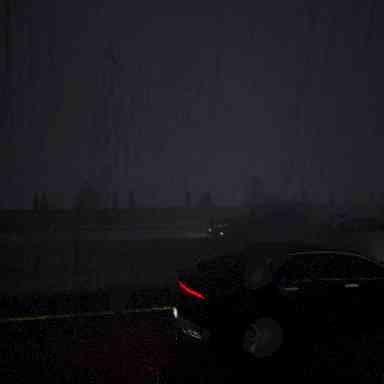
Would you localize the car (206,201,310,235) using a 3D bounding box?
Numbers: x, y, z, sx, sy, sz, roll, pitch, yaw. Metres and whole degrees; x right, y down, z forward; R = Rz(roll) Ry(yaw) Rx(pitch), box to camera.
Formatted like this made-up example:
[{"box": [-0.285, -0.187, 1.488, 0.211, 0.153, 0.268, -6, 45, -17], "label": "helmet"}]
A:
[{"box": [3.550, 1.495, 17.047, 5.566, 2.045, 2.150, 0, -1, -16], "label": "car"}]

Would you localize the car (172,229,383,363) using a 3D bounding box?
[{"box": [2.108, 1.591, 5.695, 4.892, 1.490, 1.837, 0, -1, -13], "label": "car"}]

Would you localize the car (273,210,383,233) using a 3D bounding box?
[{"box": [6.331, 1.686, 14.268, 4.902, 1.511, 2.128, 0, -1, -17], "label": "car"}]

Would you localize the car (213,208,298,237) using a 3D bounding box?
[{"box": [3.969, 1.842, 20.842, 4.892, 1.490, 1.837, 0, -1, -17], "label": "car"}]
